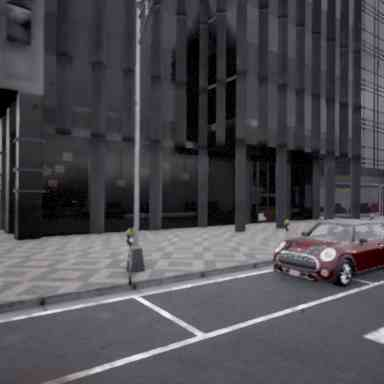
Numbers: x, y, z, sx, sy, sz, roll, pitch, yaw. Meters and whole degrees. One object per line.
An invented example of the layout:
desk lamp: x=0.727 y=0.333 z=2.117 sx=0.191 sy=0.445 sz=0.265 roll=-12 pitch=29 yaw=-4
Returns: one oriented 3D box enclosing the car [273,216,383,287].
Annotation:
car: x=4.208 y=1.530 z=9.531 sx=4.097 sy=1.590 sz=1.967 roll=1 pitch=0 yaw=-35
